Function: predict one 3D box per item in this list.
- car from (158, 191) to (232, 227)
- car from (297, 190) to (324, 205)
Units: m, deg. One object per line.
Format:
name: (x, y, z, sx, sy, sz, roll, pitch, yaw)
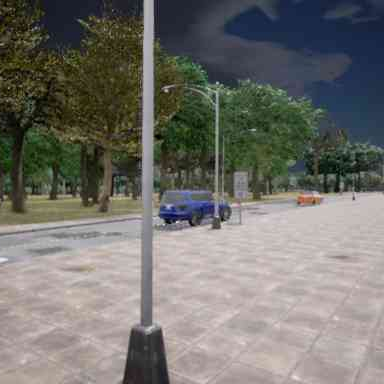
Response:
car: (0.320, 0.921, 20.688, 2.150, 2.045, 5.566, 1, 2, 37)
car: (14.395, 0.625, 40.263, 2.097, 1.767, 4.553, 1, 1, 35)
